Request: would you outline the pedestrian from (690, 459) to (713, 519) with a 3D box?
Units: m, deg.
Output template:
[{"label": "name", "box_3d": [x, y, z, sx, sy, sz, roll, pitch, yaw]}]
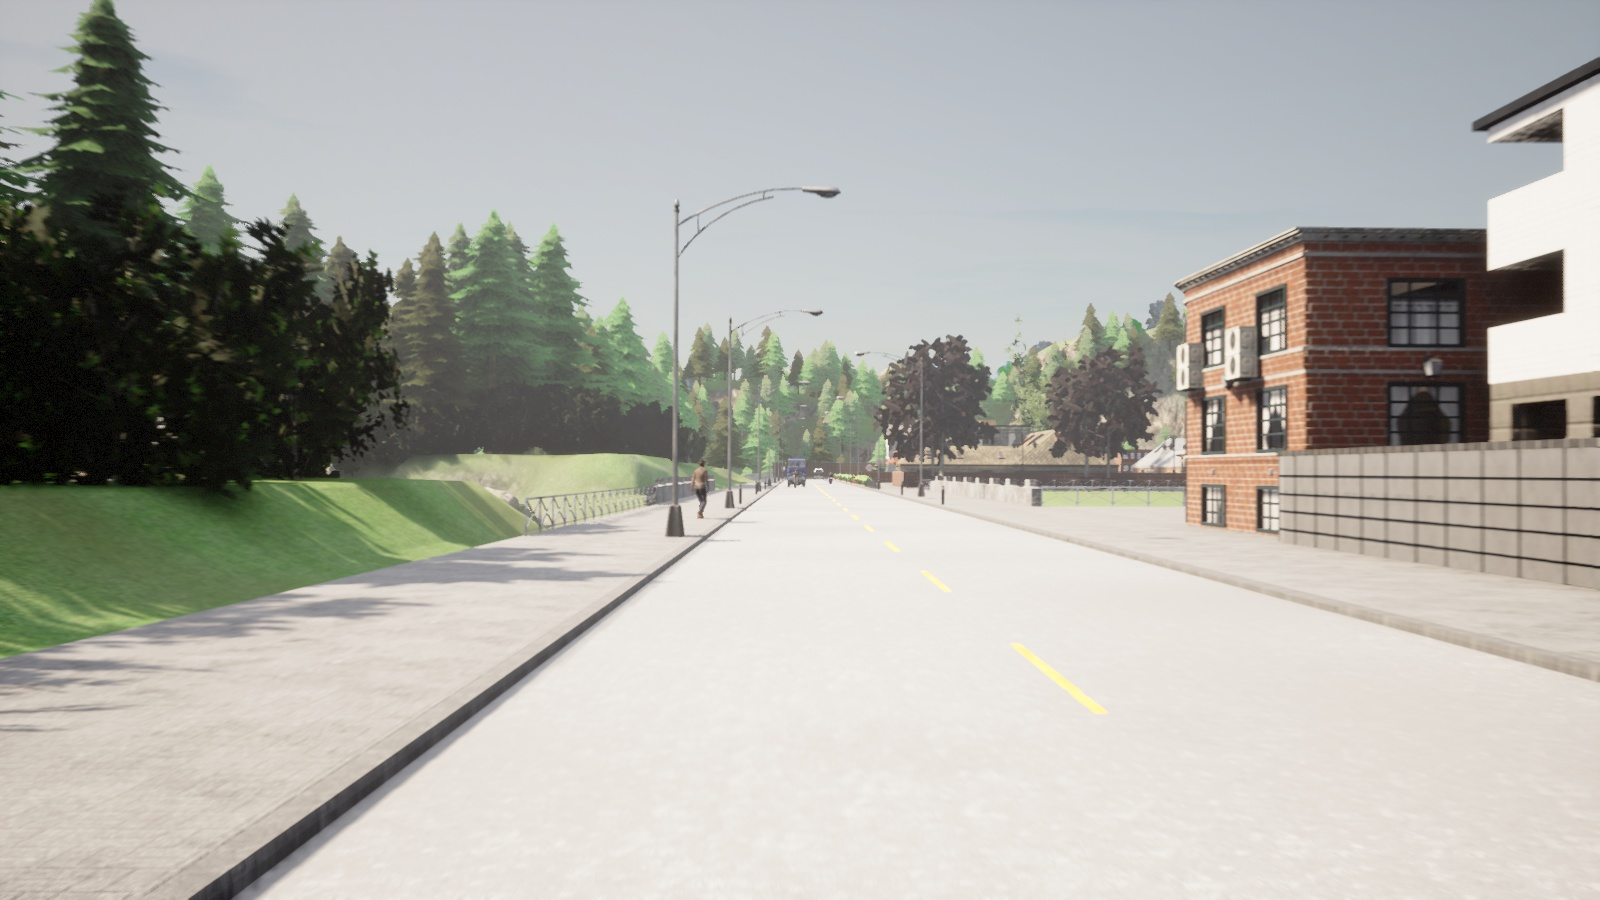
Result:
[{"label": "pedestrian", "box_3d": [-2.980, 1.170, 37.972, 0.328, 1.805, 0.869, -1, -1, 23]}]
